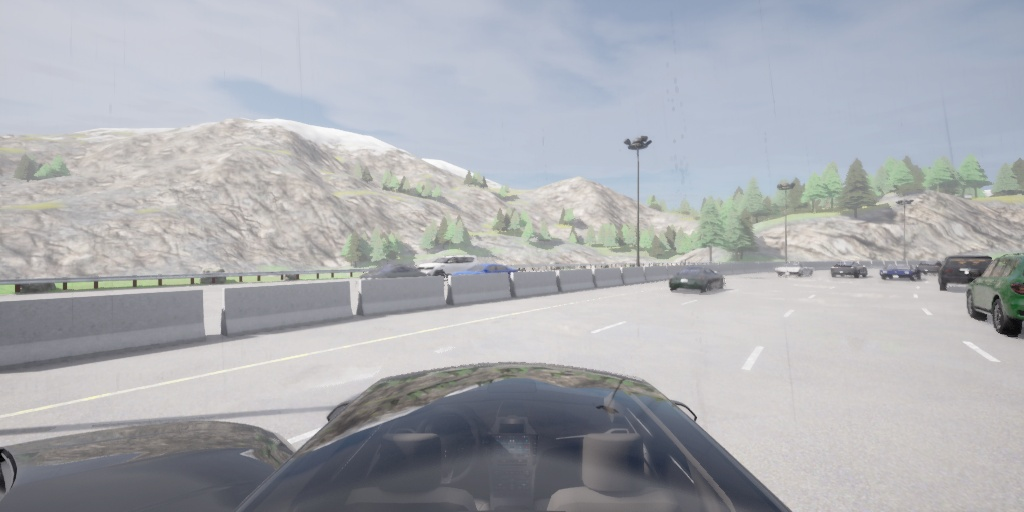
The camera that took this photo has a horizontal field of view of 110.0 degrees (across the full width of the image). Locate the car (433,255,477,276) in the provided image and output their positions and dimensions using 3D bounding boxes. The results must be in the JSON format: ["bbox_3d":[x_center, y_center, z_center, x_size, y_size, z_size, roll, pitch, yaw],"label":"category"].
[{"bbox_3d":[-5.192,0.971,29.905,2.150,2.045,5.566,0,0,44],"label":"car"}]

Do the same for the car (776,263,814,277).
[{"bbox_3d":[27.788,1.350,35.118,4.718,1.301,1.895,0,0,-36],"label":"car"}]

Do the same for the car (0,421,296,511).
[{"bbox_3d":[-2.983,1.255,0.544,4.892,1.490,1.837,0,0,-45],"label":"car"}]

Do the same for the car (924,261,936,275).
[{"bbox_3d":[43.311,1.241,36.877,4.902,1.511,2.128,0,0,-31],"label":"car"}]

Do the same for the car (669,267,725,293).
[{"bbox_3d":[10.812,1.313,20.888,4.181,1.385,1.994,0,0,-44],"label":"car"}]

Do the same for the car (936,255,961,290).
[{"bbox_3d":[26.888,0.973,21.156,5.566,2.045,2.150,0,0,-39],"label":"car"}]

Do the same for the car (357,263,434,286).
[{"bbox_3d":[-7.370,1.314,22.414,1.994,1.385,4.181,0,0,42],"label":"car"}]

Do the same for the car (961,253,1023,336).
[{"bbox_3d":[14.190,0.964,9.475,2.150,2.045,5.566,0,-1,45],"label":"car"}]

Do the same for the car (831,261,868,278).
[{"bbox_3d":[31.373,1.241,33.354,4.902,1.511,2.128,0,0,-35],"label":"car"}]

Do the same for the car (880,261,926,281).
[{"bbox_3d":[32.304,1.351,29.743,4.718,1.301,1.895,0,0,-35],"label":"car"}]

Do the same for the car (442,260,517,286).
[{"bbox_3d":[-1.751,1.227,23.359,1.882,1.535,5.008,0,0,44],"label":"car"}]
